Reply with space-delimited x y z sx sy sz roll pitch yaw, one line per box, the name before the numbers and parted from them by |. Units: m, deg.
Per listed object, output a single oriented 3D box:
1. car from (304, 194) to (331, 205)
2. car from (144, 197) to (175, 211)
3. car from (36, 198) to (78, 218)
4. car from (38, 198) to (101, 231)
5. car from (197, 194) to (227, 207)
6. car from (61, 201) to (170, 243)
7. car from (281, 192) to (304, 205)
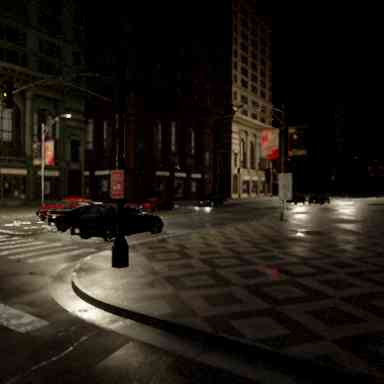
car | 16.595 0.931 43.345 1.812 1.442 4.674 0 1 35
car | -3.546 1.167 32.165 1.994 1.385 4.181 0 1 36
car | -8.913 1.200 24.615 1.882 1.535 5.008 0 1 35
car | -5.333 1.299 18.084 2.128 1.511 4.902 0 1 35
car | 2.488 0.977 40.648 1.837 1.490 4.892 0 1 35
car | -3.310 1.367 15.322 1.812 1.442 4.674 0 1 35
car | 13.680 0.741 44.937 2.097 1.767 4.553 0 1 36
